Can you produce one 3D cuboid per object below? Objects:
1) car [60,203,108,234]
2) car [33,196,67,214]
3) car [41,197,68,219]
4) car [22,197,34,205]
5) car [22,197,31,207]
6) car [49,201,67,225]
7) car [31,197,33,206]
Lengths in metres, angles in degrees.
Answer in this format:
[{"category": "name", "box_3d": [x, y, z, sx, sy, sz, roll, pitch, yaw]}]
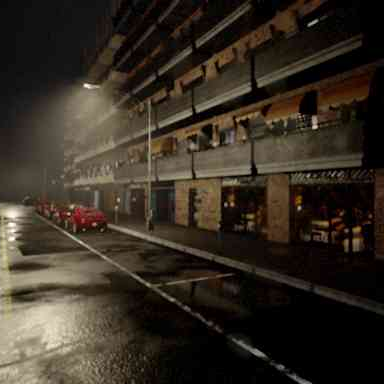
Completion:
[{"category": "car", "box_3d": [-6.313, 1.590, 19.697, 1.887, 1.381, 4.507, 0, 0, -30]}, {"category": "car", "box_3d": [-14.702, 1.400, 34.357, 2.192, 1.841, 5.009, 0, 0, -30]}, {"category": "car", "box_3d": [-11.905, 1.511, 29.470, 1.967, 1.590, 4.097, 0, 0, -30]}, {"category": "car", "box_3d": [-31.563, 1.705, 63.827, 1.752, 1.417, 4.829, 0, 0, -30]}, {"category": "car", "box_3d": [-25.886, 1.584, 53.905, 1.967, 1.590, 4.097, 0, 0, -30]}, {"category": "car", "box_3d": [-9.110, 1.602, 24.584, 1.887, 1.381, 4.507, 0, 0, -30]}, {"category": "car", "box_3d": [-17.498, 1.539, 39.244, 1.967, 1.590, 4.097, 0, 0, -30]}]
